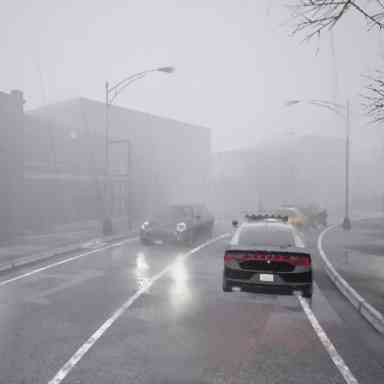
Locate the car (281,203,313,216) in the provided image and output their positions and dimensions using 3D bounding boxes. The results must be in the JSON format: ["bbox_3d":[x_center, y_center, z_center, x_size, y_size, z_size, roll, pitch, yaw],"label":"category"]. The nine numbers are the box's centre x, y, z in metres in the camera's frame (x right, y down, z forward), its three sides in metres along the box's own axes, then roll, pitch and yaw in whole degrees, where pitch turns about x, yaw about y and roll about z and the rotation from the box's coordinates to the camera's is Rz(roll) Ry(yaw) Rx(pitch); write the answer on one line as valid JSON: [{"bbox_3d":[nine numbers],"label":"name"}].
[{"bbox_3d":[5.086,1.469,17.736,1.801,1.575,5.366,1,0,26],"label":"car"}]

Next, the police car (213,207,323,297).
[{"bbox_3d":[1.976,1.427,8.856,1.930,1.638,5.238,0,0,12],"label":"police car"}]

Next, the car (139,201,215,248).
[{"bbox_3d":[-0.486,1.328,14.782,2.097,1.767,4.553,1,0,21],"label":"car"}]

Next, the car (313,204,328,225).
[{"bbox_3d":[7.784,1.535,22.433,1.837,1.490,4.892,1,0,34],"label":"car"}]
